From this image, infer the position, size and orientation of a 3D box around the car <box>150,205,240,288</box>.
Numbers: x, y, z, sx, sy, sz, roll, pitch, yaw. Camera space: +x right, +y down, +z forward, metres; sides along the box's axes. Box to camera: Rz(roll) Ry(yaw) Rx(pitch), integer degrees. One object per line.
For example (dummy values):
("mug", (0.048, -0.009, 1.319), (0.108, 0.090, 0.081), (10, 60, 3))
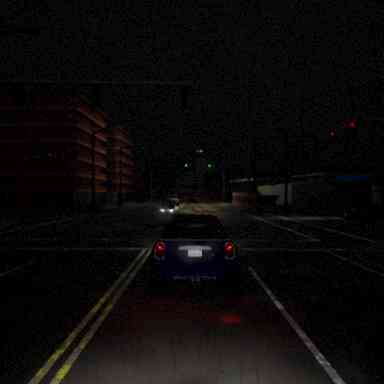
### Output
("car", (0.058, 1.407, 9.552), (2.097, 1.767, 4.553), (0, 0, 0))

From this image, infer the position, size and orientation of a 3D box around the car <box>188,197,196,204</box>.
("car", (-0.045, 1.950, 78.930), (1.837, 1.490, 4.892), (0, 0, 0))

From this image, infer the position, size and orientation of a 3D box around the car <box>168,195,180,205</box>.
("car", (-3.586, 1.572, 61.445), (2.150, 2.045, 5.566), (0, 0, 0))

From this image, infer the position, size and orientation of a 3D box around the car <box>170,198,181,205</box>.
("car", (-3.541, 1.950, 71.916), (2.033, 1.411, 5.357), (0, 0, 0))

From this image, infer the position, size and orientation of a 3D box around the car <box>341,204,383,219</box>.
("car", (16.450, 1.776, 30.821), (4.718, 1.301, 1.895), (0, 0, 0))

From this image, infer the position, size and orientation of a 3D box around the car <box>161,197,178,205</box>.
("car", (-3.624, 1.839, 51.153), (2.033, 1.411, 5.357), (0, 0, 0))
